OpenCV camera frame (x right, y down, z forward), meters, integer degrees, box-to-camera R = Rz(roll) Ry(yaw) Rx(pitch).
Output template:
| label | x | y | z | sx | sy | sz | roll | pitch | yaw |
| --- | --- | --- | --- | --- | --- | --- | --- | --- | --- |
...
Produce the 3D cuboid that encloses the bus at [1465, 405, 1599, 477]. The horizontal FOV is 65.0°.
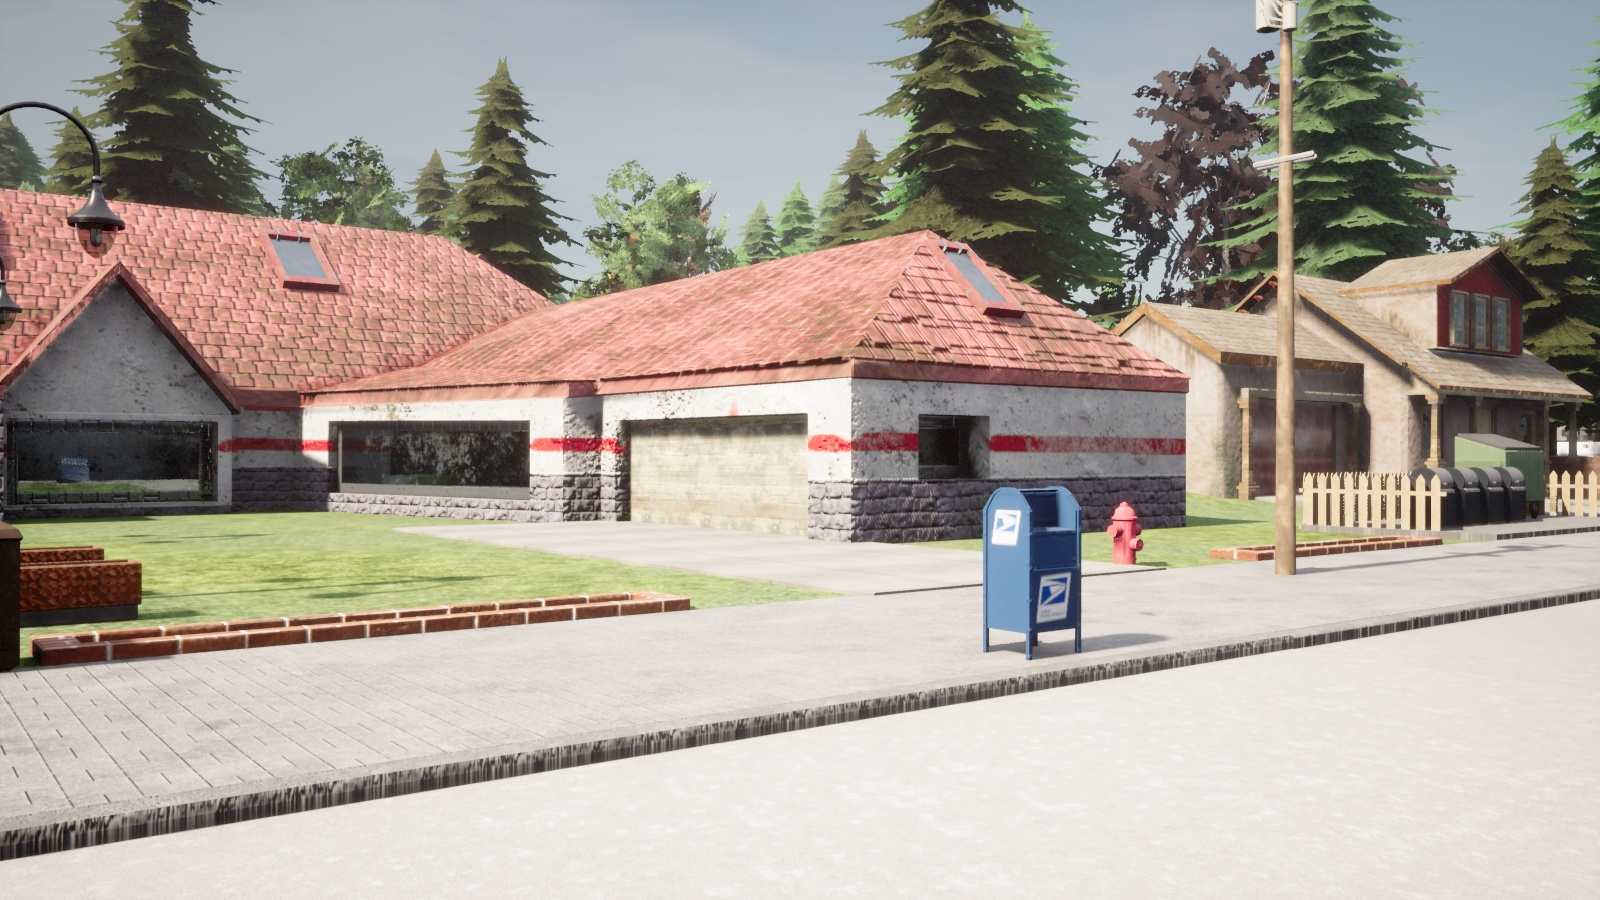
| label | x | y | z | sx | sy | sz | roll | pitch | yaw |
| --- | --- | --- | --- | --- | --- | --- | --- | --- | --- |
| bus | 47.497 | -0.542 | 77.922 | 3.944 | 4.253 | 10.273 | 0 | 0 | -37 |
